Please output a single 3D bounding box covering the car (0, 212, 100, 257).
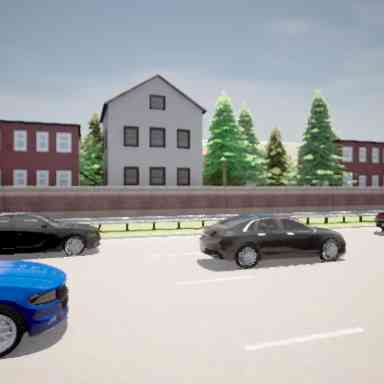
[{"bbox_3d":[-5.819,1.442,11.678,5.008,1.535,1.882,0,0,-18],"label":"car"}]

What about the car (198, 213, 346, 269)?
[{"bbox_3d":[2.636,1.460,10.764,4.892,1.490,1.837,0,0,-18],"label":"car"}]

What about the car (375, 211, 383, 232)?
[{"bbox_3d":[12.001,1.422,17.513,4.892,1.490,1.837,0,0,-18],"label":"car"}]

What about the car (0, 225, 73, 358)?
[{"bbox_3d":[-4.439,1.466,4.764,5.008,1.535,1.882,0,0,-18],"label":"car"}]
